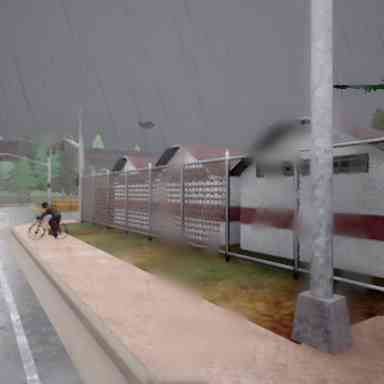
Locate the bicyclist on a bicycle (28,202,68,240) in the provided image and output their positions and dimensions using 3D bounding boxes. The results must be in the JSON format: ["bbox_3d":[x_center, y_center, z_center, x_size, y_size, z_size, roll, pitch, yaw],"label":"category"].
[{"bbox_3d":[-6.252,1.292,14.460,1.656,1.620,0.582,0,0,-14],"label":"bicyclist on a bicycle"}]

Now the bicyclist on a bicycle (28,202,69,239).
[{"bbox_3d":[-6.760,1.292,15.683,1.656,1.620,0.582,0,0,-39],"label":"bicyclist on a bicycle"}]
